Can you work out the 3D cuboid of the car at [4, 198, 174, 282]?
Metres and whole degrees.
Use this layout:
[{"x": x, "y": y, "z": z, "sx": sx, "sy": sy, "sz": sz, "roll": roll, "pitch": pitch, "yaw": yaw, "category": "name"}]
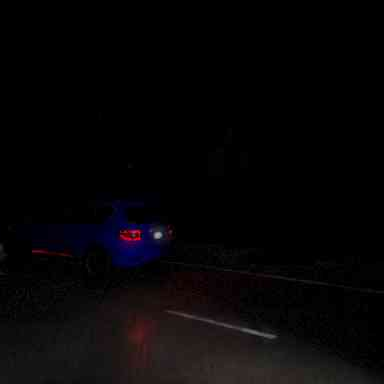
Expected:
[{"x": -3.176, "y": 1.202, "z": 9.903, "sx": 5.566, "sy": 2.045, "sz": 2.150, "roll": 0, "pitch": 0, "yaw": 31, "category": "car"}]
